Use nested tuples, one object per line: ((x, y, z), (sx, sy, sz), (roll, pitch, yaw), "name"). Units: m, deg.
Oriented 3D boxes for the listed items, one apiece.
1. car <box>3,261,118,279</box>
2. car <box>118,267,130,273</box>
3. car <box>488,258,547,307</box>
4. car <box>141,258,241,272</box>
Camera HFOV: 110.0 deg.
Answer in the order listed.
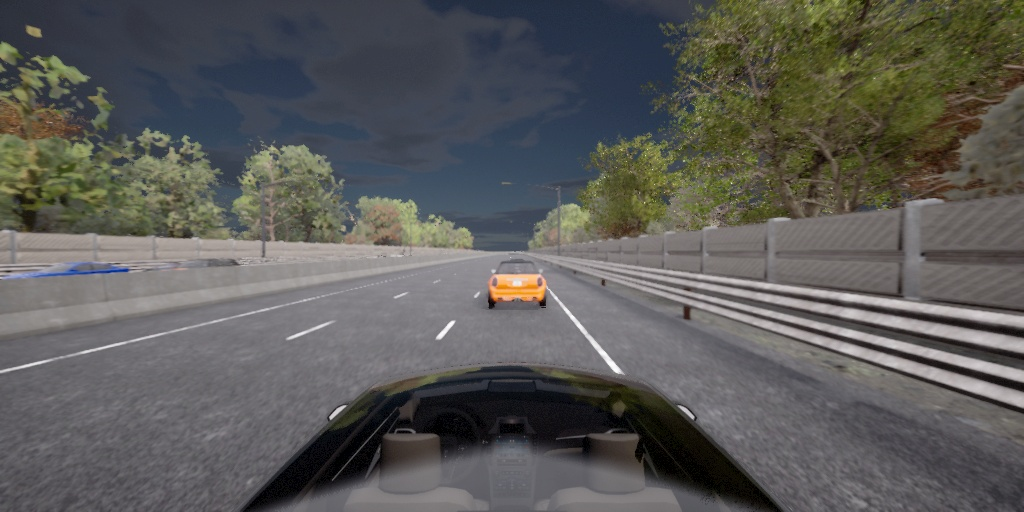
((-24.424, 1.093, 19.965), (1.882, 1.535, 5.008), (0, 1, 1), "car")
((-20.894, 1.129, 22.143), (1.994, 1.385, 4.181), (0, 1, 1), "car")
((0.204, 0.916, 14.383), (2.097, 1.767, 4.553), (0, 1, 1), "car")
((-17.419, 0.927, 20.166), (2.097, 1.767, 4.553), (0, 1, 1), "car")
